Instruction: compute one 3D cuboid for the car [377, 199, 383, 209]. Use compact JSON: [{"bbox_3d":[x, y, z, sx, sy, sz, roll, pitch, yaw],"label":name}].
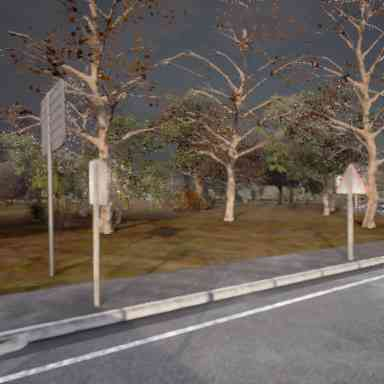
[{"bbox_3d":[26.817,1.726,47.185,1.837,1.490,4.892,-1,0,23],"label":"car"}]
